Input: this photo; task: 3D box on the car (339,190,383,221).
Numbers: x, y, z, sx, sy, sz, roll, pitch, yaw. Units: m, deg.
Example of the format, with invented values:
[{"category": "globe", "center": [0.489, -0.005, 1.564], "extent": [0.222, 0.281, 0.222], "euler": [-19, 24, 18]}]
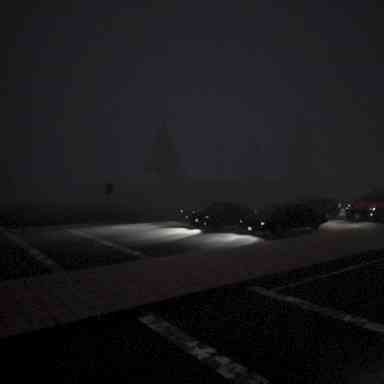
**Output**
[{"category": "car", "center": [12.361, 0.942, 22.518], "extent": [4.553, 1.767, 2.097], "euler": [-1, 1, -35]}]

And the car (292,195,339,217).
[{"category": "car", "center": [8.998, 1.124, 24.430], "extent": [4.892, 1.490, 1.837], "euler": [-1, 1, -35]}]

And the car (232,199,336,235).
[{"category": "car", "center": [4.902, 1.300, 17.283], "extent": [5.357, 1.411, 2.033], "euler": [-1, 1, -35]}]

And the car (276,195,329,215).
[{"category": "car", "center": [9.772, 1.063, 29.263], "extent": [4.892, 1.490, 1.837], "euler": [-1, 1, -35]}]

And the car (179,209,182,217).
[{"category": "car", "center": [1.476, 1.339, 23.420], "extent": [4.718, 1.301, 1.895], "euler": [-1, 1, -35]}]

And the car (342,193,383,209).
[{"category": "car", "center": [18.059, 0.882, 35.173], "extent": [4.892, 1.490, 1.837], "euler": [-1, 1, -35]}]

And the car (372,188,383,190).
[{"category": "car", "center": [17.598, 0.653, 30.545], "extent": [5.566, 2.045, 2.150], "euler": [-1, 1, -35]}]

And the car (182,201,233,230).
[{"category": "car", "center": [1.888, 1.338, 19.435], "extent": [4.181, 1.385, 1.994], "euler": [-1, 1, -35]}]
